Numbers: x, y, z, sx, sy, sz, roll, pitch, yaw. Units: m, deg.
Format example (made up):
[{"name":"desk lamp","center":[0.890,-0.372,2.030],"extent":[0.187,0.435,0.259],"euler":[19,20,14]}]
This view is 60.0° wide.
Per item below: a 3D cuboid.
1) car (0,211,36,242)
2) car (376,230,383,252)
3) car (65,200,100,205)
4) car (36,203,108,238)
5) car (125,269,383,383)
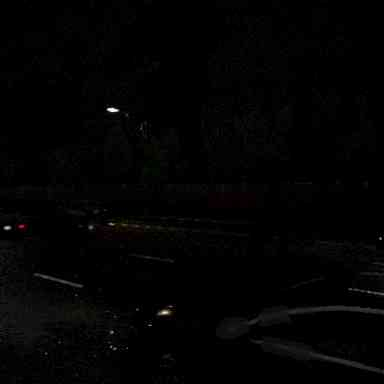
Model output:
[{"name":"car","center":[-9.648,1.530,15.170],"extent":[5.357,1.411,2.033],"euler":[0,0,35]},{"name":"car","center":[8.751,1.480,10.645],"extent":[5.008,1.535,1.882],"euler":[0,0,35]},{"name":"car","center":[-7.843,1.331,22.480],"extent":[4.553,1.767,2.097],"euler":[0,0,35]},{"name":"car","center":[-6.766,1.509,17.414],"extent":[4.674,1.442,1.812],"euler":[0,0,36]},{"name":"car","center":[1.521,1.491,2.906],"extent":[4.902,1.511,2.128],"euler":[0,0,36]}]
